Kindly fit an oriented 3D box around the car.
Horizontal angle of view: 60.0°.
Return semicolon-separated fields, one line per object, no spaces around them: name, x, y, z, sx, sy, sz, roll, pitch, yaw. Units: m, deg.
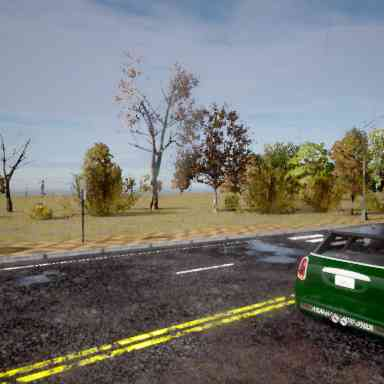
car;4.027;1.351;6.137;4.553;1.767;2.097;0;0;-34
